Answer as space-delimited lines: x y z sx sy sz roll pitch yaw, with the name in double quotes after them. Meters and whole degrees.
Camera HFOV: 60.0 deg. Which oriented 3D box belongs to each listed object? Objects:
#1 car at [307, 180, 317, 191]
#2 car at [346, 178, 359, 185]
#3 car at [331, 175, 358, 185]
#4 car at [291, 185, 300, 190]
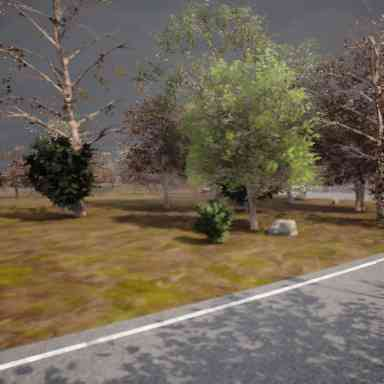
23.756 -1.340 66.639 2.150 2.045 5.566 -3 3 26 "car"
37.015 -2.482 76.656 5.357 1.411 2.033 -4 3 -11 "car"
36.654 -2.935 79.866 5.566 2.045 2.150 -4 3 -11 "car"
22.687 -1.199 71.198 1.812 1.442 4.674 -2 4 35 "car"
